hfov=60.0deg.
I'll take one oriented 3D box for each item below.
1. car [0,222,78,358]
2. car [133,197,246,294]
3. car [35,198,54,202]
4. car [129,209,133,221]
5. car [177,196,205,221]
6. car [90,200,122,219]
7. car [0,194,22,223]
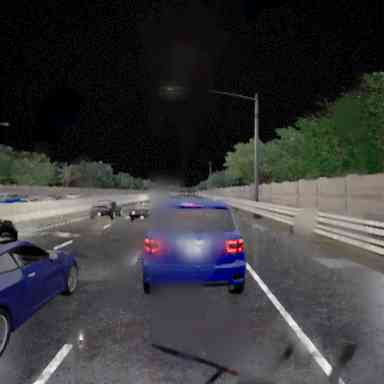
[{"bbox_3d":[-3.460,1.508,5.637,1.812,1.442,4.674,0,0,-1],"label":"car"},{"bbox_3d":[0.022,1.195,8.871,2.150,2.045,5.566,0,0,-1],"label":"car"},{"bbox_3d":[-17.951,1.470,40.479,2.033,1.411,5.357,0,0,0],"label":"car"},{"bbox_3d":[-3.632,1.537,26.186,1.895,1.301,4.718,0,0,-1],"label":"car"},{"bbox_3d":[-0.139,1.287,27.489,2.097,1.767,4.553,0,0,-1],"label":"car"},{"bbox_3d":[-7.149,1.439,27.974,1.837,1.490,4.892,0,0,0],"label":"car"},{"bbox_3d":[-6.978,1.195,8.960,2.150,2.045,5.566,0,0,-1],"label":"car"}]
